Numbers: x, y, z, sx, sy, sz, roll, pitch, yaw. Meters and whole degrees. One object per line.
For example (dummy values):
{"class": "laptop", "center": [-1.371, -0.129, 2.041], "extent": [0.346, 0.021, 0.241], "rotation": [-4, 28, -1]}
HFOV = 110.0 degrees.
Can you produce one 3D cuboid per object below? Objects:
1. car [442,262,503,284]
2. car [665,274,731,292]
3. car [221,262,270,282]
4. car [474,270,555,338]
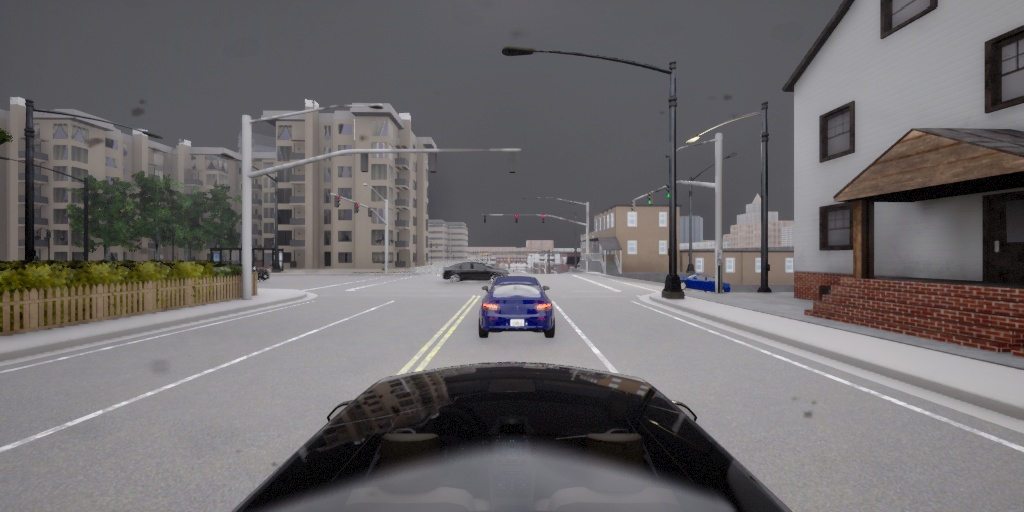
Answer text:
{"class": "car", "center": [-2.617, 1.213, 26.282], "extent": [4.892, 1.490, 1.837], "rotation": [0, 0, 1]}
{"class": "car", "center": [15.369, 2.209, 29.744], "extent": [5.008, 1.535, 1.882], "rotation": [9, 0, 1]}
{"class": "car", "center": [-20.740, 1.227, 26.560], "extent": [5.008, 1.535, 1.882], "rotation": [0, 0, 1]}
{"class": "car", "center": [0.107, 1.276, 10.055], "extent": [1.812, 1.442, 4.674], "rotation": [0, 0, 0]}
